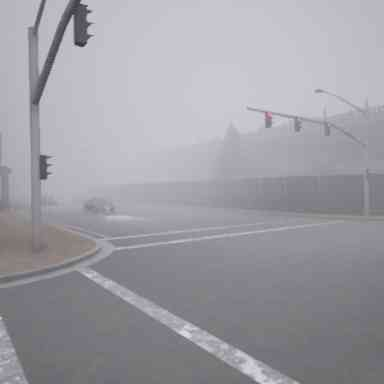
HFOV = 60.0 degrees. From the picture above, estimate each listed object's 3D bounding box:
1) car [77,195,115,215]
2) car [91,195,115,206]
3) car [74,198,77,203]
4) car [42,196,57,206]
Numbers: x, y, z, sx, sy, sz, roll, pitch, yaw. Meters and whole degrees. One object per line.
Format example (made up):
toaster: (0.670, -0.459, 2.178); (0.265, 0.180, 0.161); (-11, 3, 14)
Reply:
car: (-8.891, 1.301, 31.614); (2.128, 1.511, 4.902); (-1, 1, -35)
car: (-13.688, 1.209, 50.924); (2.128, 1.511, 4.902); (-1, 1, -35)
car: (-19.550, 1.332, 59.218); (1.895, 1.301, 4.718); (-1, 1, -35)
car: (-21.814, 1.331, 50.223); (2.128, 1.511, 4.902); (-1, 0, -35)
